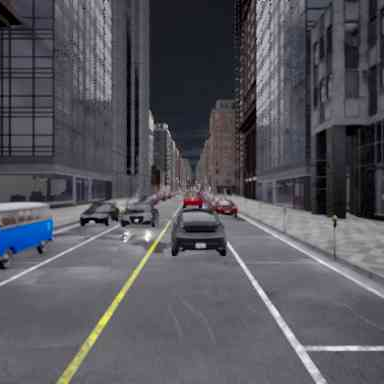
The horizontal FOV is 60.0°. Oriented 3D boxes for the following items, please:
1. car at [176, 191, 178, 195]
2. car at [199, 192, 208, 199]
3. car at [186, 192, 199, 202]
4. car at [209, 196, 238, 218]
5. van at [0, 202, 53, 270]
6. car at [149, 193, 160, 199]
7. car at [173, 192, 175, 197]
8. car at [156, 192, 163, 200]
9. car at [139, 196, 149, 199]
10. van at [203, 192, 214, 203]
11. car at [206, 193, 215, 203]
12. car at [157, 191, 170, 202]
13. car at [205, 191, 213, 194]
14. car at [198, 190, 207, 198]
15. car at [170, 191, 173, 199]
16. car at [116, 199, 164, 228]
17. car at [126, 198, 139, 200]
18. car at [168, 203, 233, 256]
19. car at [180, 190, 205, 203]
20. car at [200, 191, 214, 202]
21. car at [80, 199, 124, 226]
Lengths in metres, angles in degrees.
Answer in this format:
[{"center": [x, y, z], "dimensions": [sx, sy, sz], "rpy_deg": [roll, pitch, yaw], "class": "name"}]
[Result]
[{"center": [-5.841, 0.717, 94.776], "dimensions": [1.887, 1.381, 4.507], "rpy_deg": [1, 0, 0], "class": "car"}, {"center": [2.684, 0.755, 77.893], "dimensions": [1.967, 1.590, 4.097], "rpy_deg": [1, 0, 0], "class": "car"}, {"center": [0.104, 0.832, 58.446], "dimensions": [2.097, 1.767, 4.553], "rpy_deg": [0, 1, 0], "class": "car"}, {"center": [2.679, 1.299, 27.277], "dimensions": [1.887, 1.381, 4.507], "rpy_deg": [1, 1, 0], "class": "car"}, {"center": [-5.846, 1.246, 10.409], "dimensions": [1.690, 1.788, 3.998], "rpy_deg": [1, 1, 0], "class": "van"}, {"center": [-5.846, 1.170, 44.157], "dimensions": [1.947, 1.339, 4.313], "rpy_deg": [1, 1, 0], "class": "car"}, {"center": [-5.840, 0.630, 77.901], "dimensions": [2.192, 1.841, 5.009], "rpy_deg": [1, 0, 0], "class": "car"}, {"center": [-5.845, 1.100, 49.781], "dimensions": [1.887, 1.381, 4.507], "rpy_deg": [1, 1, 0], "class": "car"}, {"center": [-5.847, 1.255, 32.909], "dimensions": [2.008, 1.369, 4.403], "rpy_deg": [1, 1, 0], "class": "car"}, {"center": [2.683, 0.847, 55.396], "dimensions": [1.690, 1.788, 3.998], "rpy_deg": [1, 0, 0], "class": "van"}, {"center": [2.680, 1.144, 32.900], "dimensions": [1.967, 1.590, 4.097], "rpy_deg": [1, 1, 0], "class": "car"}, {"center": [-5.842, 0.773, 61.028], "dimensions": [2.192, 1.841, 5.009], "rpy_deg": [1, 0, 0], "class": "car"}, {"center": [2.682, 0.995, 49.773], "dimensions": [1.967, 1.590, 4.097], "rpy_deg": [1, 0, 0], "class": "car"}, {"center": [2.686, 0.535, 89.140], "dimensions": [2.192, 1.841, 5.009], "rpy_deg": [1, 0, 0], "class": "car"}, {"center": [-5.843, 0.907, 72.278], "dimensions": [1.887, 1.381, 4.507], "rpy_deg": [1, 0, 0], "class": "car"}, {"center": [-3.097, 1.378, 20.606], "dimensions": [1.994, 1.385, 4.181], "rpy_deg": [0, 1, 0], "class": "car"}, {"center": [-5.847, 1.281, 27.114], "dimensions": [1.752, 1.417, 4.829], "rpy_deg": [1, 1, 0], "class": "car"}, {"center": [0.182, 1.389, 12.622], "dimensions": [1.837, 1.490, 4.892], "rpy_deg": [0, 0, -2], "class": "car"}, {"center": [0.102, 0.876, 38.616], "dimensions": [2.150, 2.045, 5.566], "rpy_deg": [0, 1, 0], "class": "car"}, {"center": [2.684, 0.773, 61.019], "dimensions": [2.192, 1.841, 5.009], "rpy_deg": [1, 0, 0], "class": "car"}, {"center": [-5.847, 1.370, 21.660], "dimensions": [1.947, 1.339, 4.313], "rpy_deg": [1, 1, 0], "class": "car"}]
